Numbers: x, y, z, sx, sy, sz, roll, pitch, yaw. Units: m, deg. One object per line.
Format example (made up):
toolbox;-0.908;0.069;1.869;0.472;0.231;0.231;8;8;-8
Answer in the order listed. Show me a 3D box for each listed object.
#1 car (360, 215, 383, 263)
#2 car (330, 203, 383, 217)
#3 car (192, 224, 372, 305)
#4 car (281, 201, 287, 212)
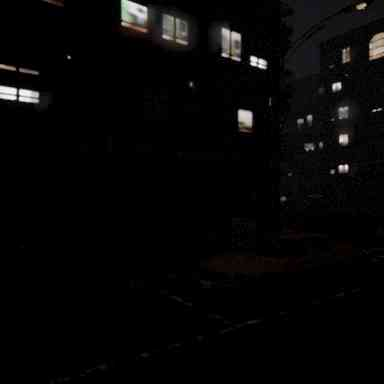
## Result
car;6.999;1.669;11.565;4.403;1.369;2.008;1;-1;-35
car;16.182;1.815;33.081;1.752;1.417;4.829;-1;0;-36
car;2.250;1.588;8.178;4.829;1.417;1.752;1;-1;-35
car;9.838;1.758;41.942;1.967;1.590;4.097;-1;0;-36
